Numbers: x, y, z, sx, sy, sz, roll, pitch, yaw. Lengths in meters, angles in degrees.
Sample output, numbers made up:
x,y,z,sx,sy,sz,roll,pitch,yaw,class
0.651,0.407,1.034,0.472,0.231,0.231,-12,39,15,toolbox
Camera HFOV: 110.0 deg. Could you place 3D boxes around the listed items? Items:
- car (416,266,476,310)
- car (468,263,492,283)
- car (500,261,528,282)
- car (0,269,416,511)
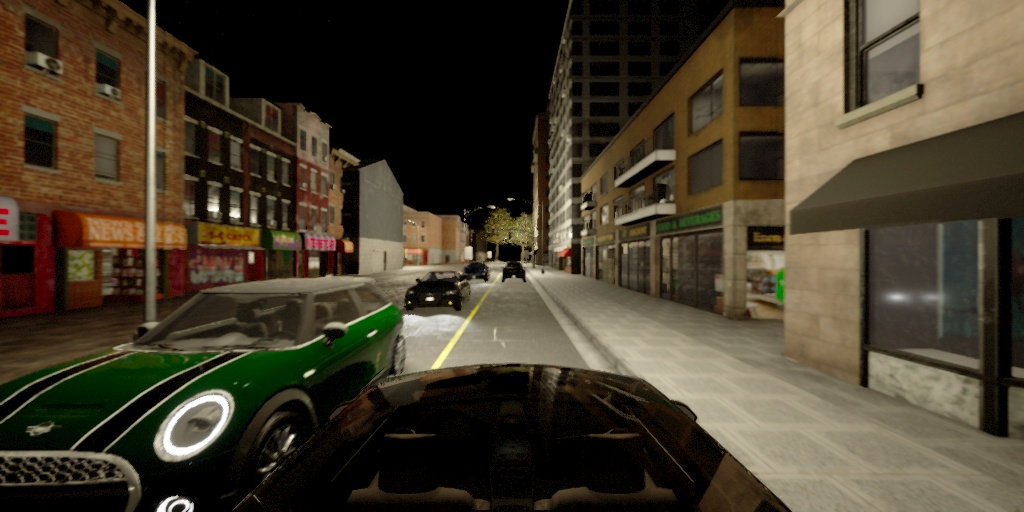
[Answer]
x,y,z,sx,sy,sz,roll,pitch,yaw,class
-2.803,1.293,14.323,1.994,1.385,4.181,0,0,1,car
-2.698,1.245,28.015,1.812,1.442,4.674,0,0,1,car
0.152,1.235,28.728,1.837,1.490,4.892,0,1,1,car
-2.848,1.090,4.224,2.097,1.767,4.553,0,0,0,car
